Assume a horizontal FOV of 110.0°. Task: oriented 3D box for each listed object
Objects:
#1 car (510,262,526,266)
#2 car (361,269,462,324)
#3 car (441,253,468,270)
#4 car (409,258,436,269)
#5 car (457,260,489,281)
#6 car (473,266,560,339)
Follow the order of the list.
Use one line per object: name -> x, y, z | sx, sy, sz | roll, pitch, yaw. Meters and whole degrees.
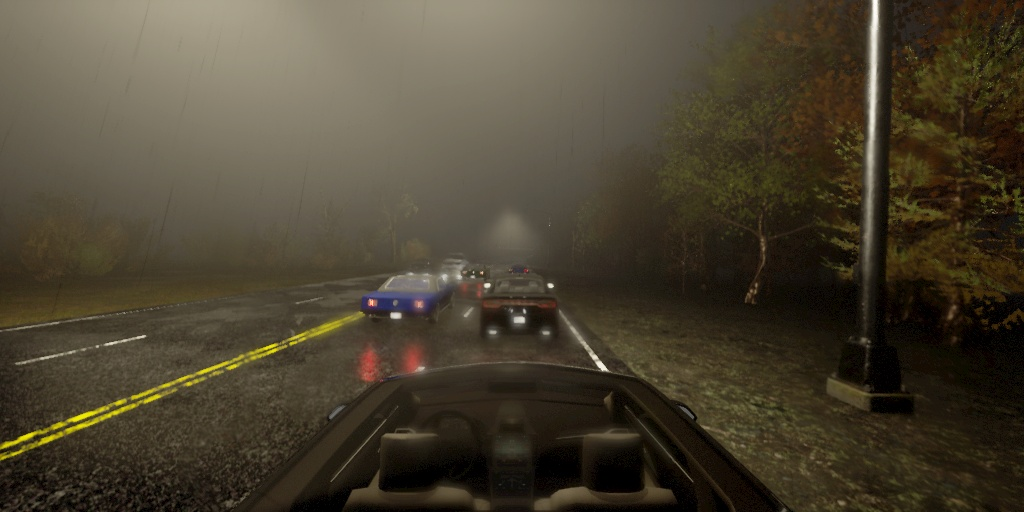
car -> 0.534, 1.258, 30.610 | 1.812, 1.442, 4.674 | 1, 1, 0
car -> -3.014, 1.267, 11.575 | 1.895, 1.301, 4.718 | 2, 0, 0
car -> -6.013, 0.745, 38.477 | 2.150, 2.045, 5.566 | 2, 0, 1
car -> -9.287, 0.930, 37.495 | 1.837, 1.490, 4.892 | 2, 0, 1
car -> -2.762, 1.246, 28.278 | 1.895, 1.301, 4.718 | 2, 0, 1
car -> 0.203, 1.224, 10.162 | 1.882, 1.535, 5.008 | 0, 0, 1
